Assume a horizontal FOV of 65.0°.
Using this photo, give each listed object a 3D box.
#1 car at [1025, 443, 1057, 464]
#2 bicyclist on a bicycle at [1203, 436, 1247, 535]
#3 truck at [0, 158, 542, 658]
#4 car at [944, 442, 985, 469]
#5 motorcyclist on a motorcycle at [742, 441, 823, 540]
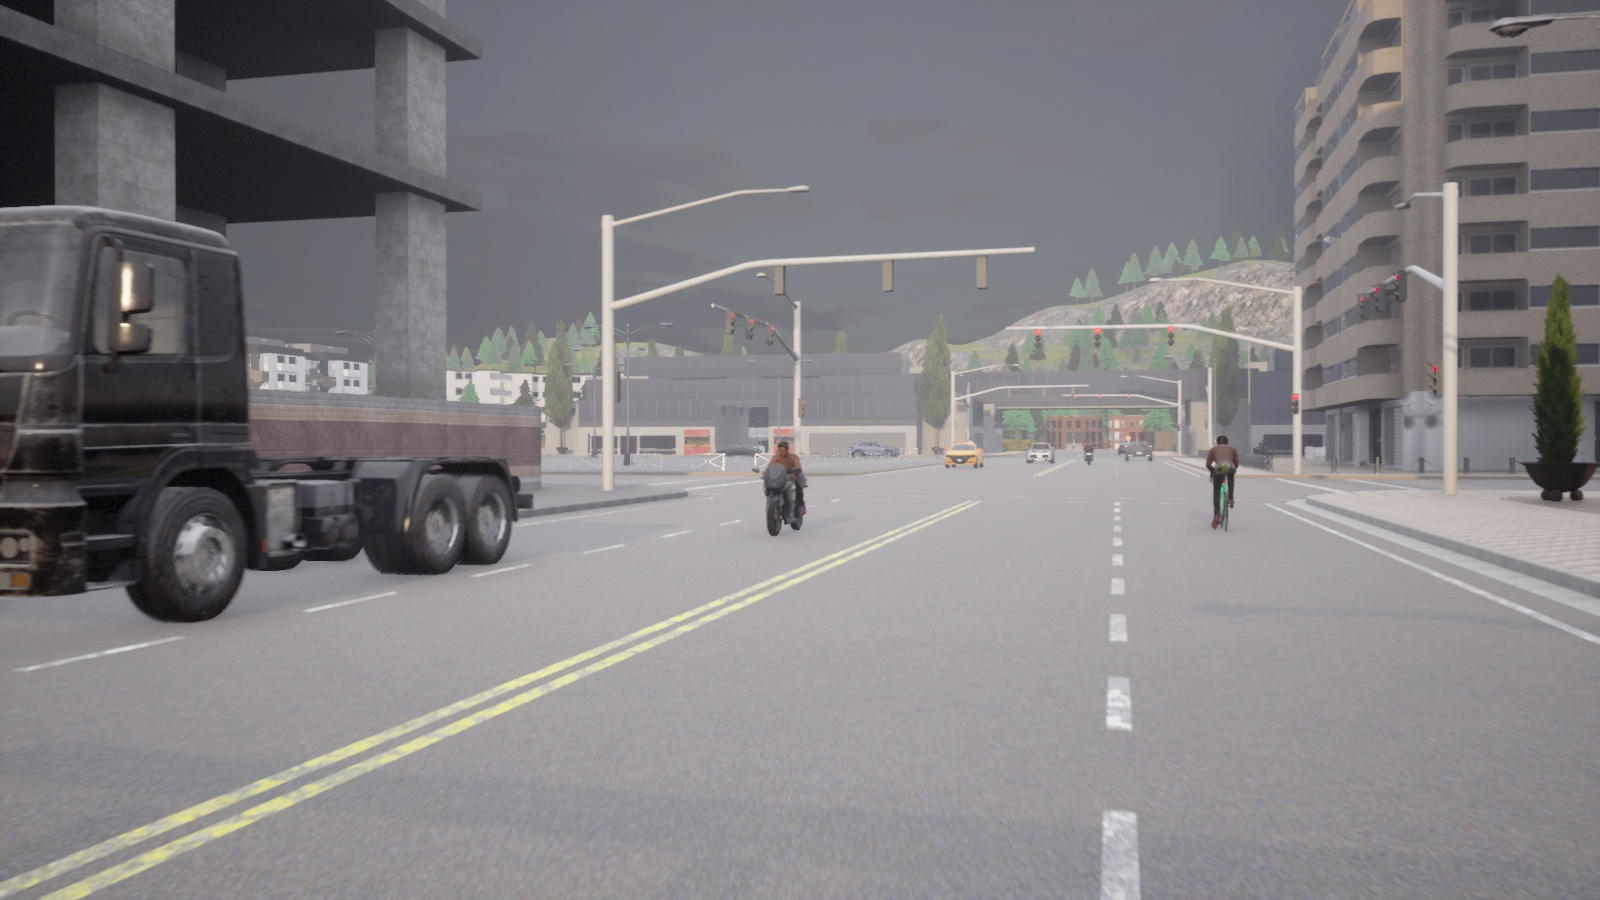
[{"bbox_3d":[17.219,0.219,89.618,1.970,1.475,3.806,0,0,14],"label":"car"},{"bbox_3d":[7.240,0.584,21.424,0.582,1.620,1.656,0,0,14],"label":"bicyclist on a bicycle"},{"bbox_3d":[-5.739,-0.313,12.888,2.891,3.462,7.936,0,0,14],"label":"truck"},{"bbox_3d":[9.783,0.311,74.445,1.882,1.535,5.008,0,0,14],"label":"car"},{"bbox_3d":[-0.256,0.613,20.324,0.797,1.523,2.044,0,0,14],"label":"motorcyclist on a motorcycle"}]
